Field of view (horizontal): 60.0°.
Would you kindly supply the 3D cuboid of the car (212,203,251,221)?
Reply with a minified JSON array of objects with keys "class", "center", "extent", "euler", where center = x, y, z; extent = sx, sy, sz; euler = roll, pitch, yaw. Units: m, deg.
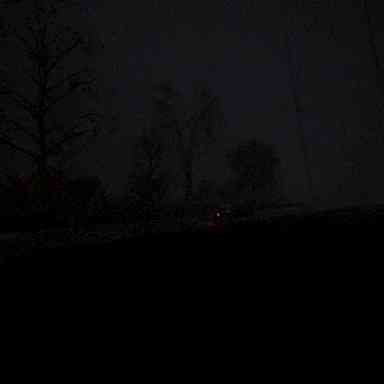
[{"class":"car","center":[3.508,1.695,29.186],"extent":[1.812,1.442,4.674],"euler":[1,0,36]}]
